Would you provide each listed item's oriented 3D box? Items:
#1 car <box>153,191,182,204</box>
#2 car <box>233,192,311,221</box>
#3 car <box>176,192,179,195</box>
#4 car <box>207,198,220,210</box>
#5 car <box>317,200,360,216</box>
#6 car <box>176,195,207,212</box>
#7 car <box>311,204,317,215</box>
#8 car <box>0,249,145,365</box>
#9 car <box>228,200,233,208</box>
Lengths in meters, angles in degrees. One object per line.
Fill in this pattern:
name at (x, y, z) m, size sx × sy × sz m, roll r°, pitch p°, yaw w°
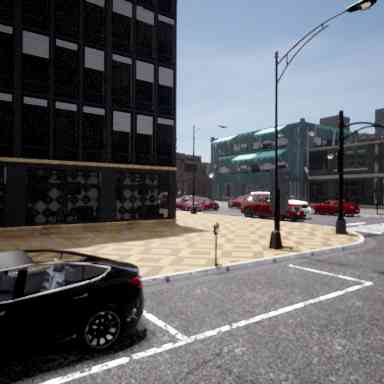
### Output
car at (-3.840, 0.825, 52.062) m, size 2.192 × 1.841 × 5.009 m, roll 1°, pitch 0°, yaw -36°
car at (5.796, 1.123, 24.743) m, size 2.192 × 1.841 × 5.009 m, roll 1°, pitch 0°, yaw -36°
car at (-0.566, 1.133, 47.589) m, size 2.008 × 1.369 × 4.403 m, roll 1°, pitch 0°, yaw -36°
car at (1.047, 1.245, 35.582) m, size 1.994 × 1.385 × 4.181 m, roll 0°, pitch 0°, yaw -36°
car at (12.549, 1.404, 29.697) m, size 1.887 × 1.381 × 4.507 m, roll 1°, pitch 0°, yaw -36°
car at (-0.768, 1.253, 33.689) m, size 1.802 × 1.307 × 4.206 m, roll 1°, pitch 0°, yaw -36°
car at (6.997, 1.027, 27.466) m, size 2.150 × 2.045 × 5.566 m, roll 0°, pitch 0°, yaw -36°
car at (-2.747, 1.566, 4.594) m, size 4.313 × 1.339 × 1.947 m, roll 0°, pitch 0°, yaw -35°
car at (5.993, 1.162, 38.644) m, size 1.967 × 1.590 × 4.097 m, roll 1°, pitch 0°, yaw -36°
